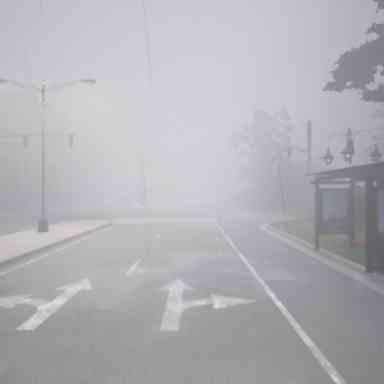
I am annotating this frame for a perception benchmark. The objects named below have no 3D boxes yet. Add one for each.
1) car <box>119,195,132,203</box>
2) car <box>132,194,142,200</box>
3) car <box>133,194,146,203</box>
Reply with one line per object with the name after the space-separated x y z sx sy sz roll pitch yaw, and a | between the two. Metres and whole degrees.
-15.000 1.553 74.969 2.097 1.767 4.553 0 0 0 | car
-15.000 1.354 90.678 1.837 1.490 4.892 0 0 0 | car
-11.500 1.723 74.938 2.128 1.511 4.902 0 0 0 | car
